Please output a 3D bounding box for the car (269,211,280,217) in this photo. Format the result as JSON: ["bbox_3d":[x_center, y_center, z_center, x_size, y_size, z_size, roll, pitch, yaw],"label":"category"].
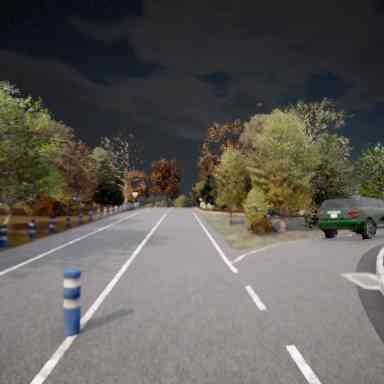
[{"bbox_3d":[7.489,1.796,34.516,4.674,1.442,1.812,0,-5,43],"label":"car"}]

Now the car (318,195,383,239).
[{"bbox_3d":[8.726,1.272,17.034,5.566,2.045,2.150,2,-7,-37],"label":"car"}]
